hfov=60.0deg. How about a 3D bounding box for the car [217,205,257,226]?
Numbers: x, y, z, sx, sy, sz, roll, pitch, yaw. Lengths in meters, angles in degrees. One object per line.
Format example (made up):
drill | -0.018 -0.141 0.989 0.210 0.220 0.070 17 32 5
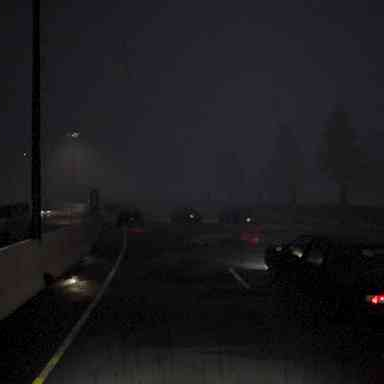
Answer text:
car | 3.454 1.777 26.218 1.837 1.490 4.892 0 -1 -14

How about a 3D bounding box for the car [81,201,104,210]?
car | -16.432 2.195 54.694 2.033 1.411 5.357 0 -1 -35

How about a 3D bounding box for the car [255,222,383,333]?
car | 3.176 1.617 7.315 2.033 1.411 5.357 0 -1 -5

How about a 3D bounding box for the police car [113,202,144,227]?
police car | -4.909 1.724 25.980 1.930 1.638 5.238 0 -1 -15

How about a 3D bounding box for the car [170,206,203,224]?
car | -0.541 1.865 27.593 1.994 1.385 4.181 0 -1 -15

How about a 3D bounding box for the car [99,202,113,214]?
car | -10.346 2.003 43.923 2.128 1.511 4.902 0 -1 -27
